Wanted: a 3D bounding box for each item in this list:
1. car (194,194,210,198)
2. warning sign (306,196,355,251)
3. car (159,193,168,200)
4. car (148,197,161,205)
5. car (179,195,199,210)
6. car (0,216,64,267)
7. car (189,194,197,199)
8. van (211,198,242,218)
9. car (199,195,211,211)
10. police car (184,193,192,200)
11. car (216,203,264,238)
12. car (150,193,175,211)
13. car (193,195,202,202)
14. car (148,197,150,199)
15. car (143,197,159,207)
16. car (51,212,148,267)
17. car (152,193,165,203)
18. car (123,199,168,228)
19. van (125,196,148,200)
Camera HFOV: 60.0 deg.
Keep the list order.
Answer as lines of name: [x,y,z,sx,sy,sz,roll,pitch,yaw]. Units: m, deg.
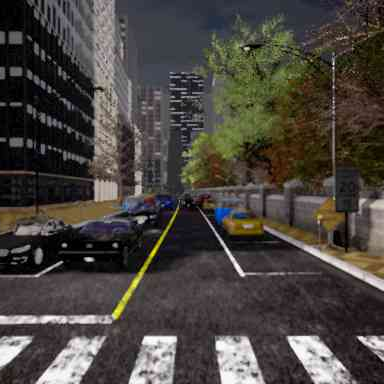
car: [1.910,1.201,50.245,2.192,1.841,5.009,0,0,-2]
warning sign: [4.906,1.083,11.863,1.300,1.860,1.060,0,0,0]
car: [-7.516,1.109,88.827,2.192,1.841,5.009,0,0,-3]
car: [-6.264,1.470,55.561,1.802,1.307,4.206,0,0,-2]
car: [-0.456,1.437,41.927,1.812,1.442,4.674,0,0,-1]
car: [-5.351,1.540,11.193,2.008,1.369,4.403,0,0,0]
car: [0.250,1.312,94.598,2.008,1.369,4.403,0,0,-3]
van: [2.431,1.292,22.520,1.690,1.788,3.998,0,0,-1]
car: [2.163,1.438,39.321,1.752,1.417,4.829,0,0,-1]
police car: [-1.140,1.213,87.006,1.930,1.638,5.238,0,0,-3]
car: [2.486,1.487,17.146,1.752,1.417,4.829,0,0,-1]
car: [-3.213,1.147,38.965,2.150,2.045,5.566,0,0,-1]
car: [1.198,1.352,72.595,1.752,1.417,4.829,0,0,-2]
car: [-5.855,1.474,38.920,1.887,1.381,4.507,0,0,-1]
car: [-6.110,1.446,50.013,1.887,1.381,4.507,0,0,-1]
car: [-2.892,1.585,11.534,1.895,1.301,4.718,0,0,0]
car: [-6.617,1.173,66.650,2.192,1.841,5.009,0,0,-2]
car: [-2.981,1.454,21.978,2.128,1.511,4.902,0,0,-1]
van: [-5.752,1.283,33.374,1.690,1.788,3.998,0,0,-1]
